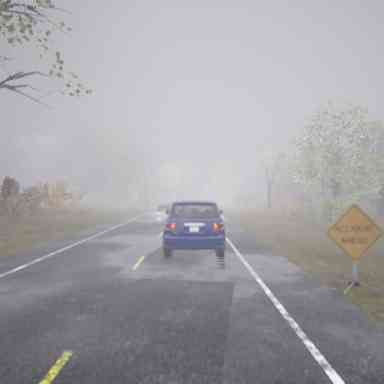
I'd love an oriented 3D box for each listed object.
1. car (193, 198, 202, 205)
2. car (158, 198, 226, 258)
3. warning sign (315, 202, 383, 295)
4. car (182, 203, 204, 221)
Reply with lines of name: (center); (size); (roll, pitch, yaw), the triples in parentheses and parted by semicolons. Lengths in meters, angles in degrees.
car: (1.219, 2.055, 72.458); (1.801, 1.575, 5.366); (0, -1, 0)
car: (0.084, 1.311, 13.288); (2.150, 2.045, 5.566); (0, -1, 0)
warning sign: (3.544, 1.164, 7.277); (1.300, 1.860, 1.060); (0, -1, 0)
car: (0.087, 1.741, 30.343); (1.812, 1.442, 4.674); (0, 0, 0)
